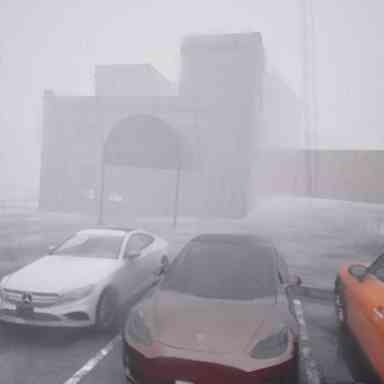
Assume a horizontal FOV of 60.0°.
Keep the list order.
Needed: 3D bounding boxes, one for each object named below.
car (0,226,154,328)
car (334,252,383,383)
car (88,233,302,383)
[{"bbox_3d":[-1.854,1.501,7.082,2.002,1.452,4.674,1,-1,14],"label":"car"},{"bbox_3d":[3.045,1.343,3.781,2.185,1.767,4.553,0,-1,14],"label":"car"},{"bbox_3d":[0.596,1.494,5.417,2.163,1.488,4.792,1,-1,14],"label":"car"}]
